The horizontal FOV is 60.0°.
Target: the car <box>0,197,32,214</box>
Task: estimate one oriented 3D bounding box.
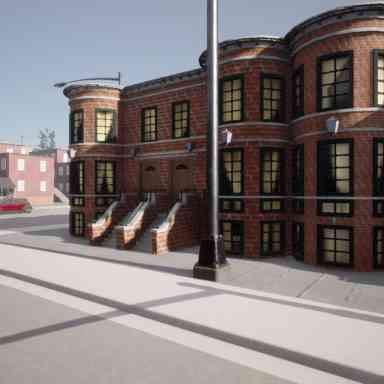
[{"bbox_3d":[-18.764,1.352,33.672,2.097,1.767,4.553,0,0,36],"label":"car"}]
